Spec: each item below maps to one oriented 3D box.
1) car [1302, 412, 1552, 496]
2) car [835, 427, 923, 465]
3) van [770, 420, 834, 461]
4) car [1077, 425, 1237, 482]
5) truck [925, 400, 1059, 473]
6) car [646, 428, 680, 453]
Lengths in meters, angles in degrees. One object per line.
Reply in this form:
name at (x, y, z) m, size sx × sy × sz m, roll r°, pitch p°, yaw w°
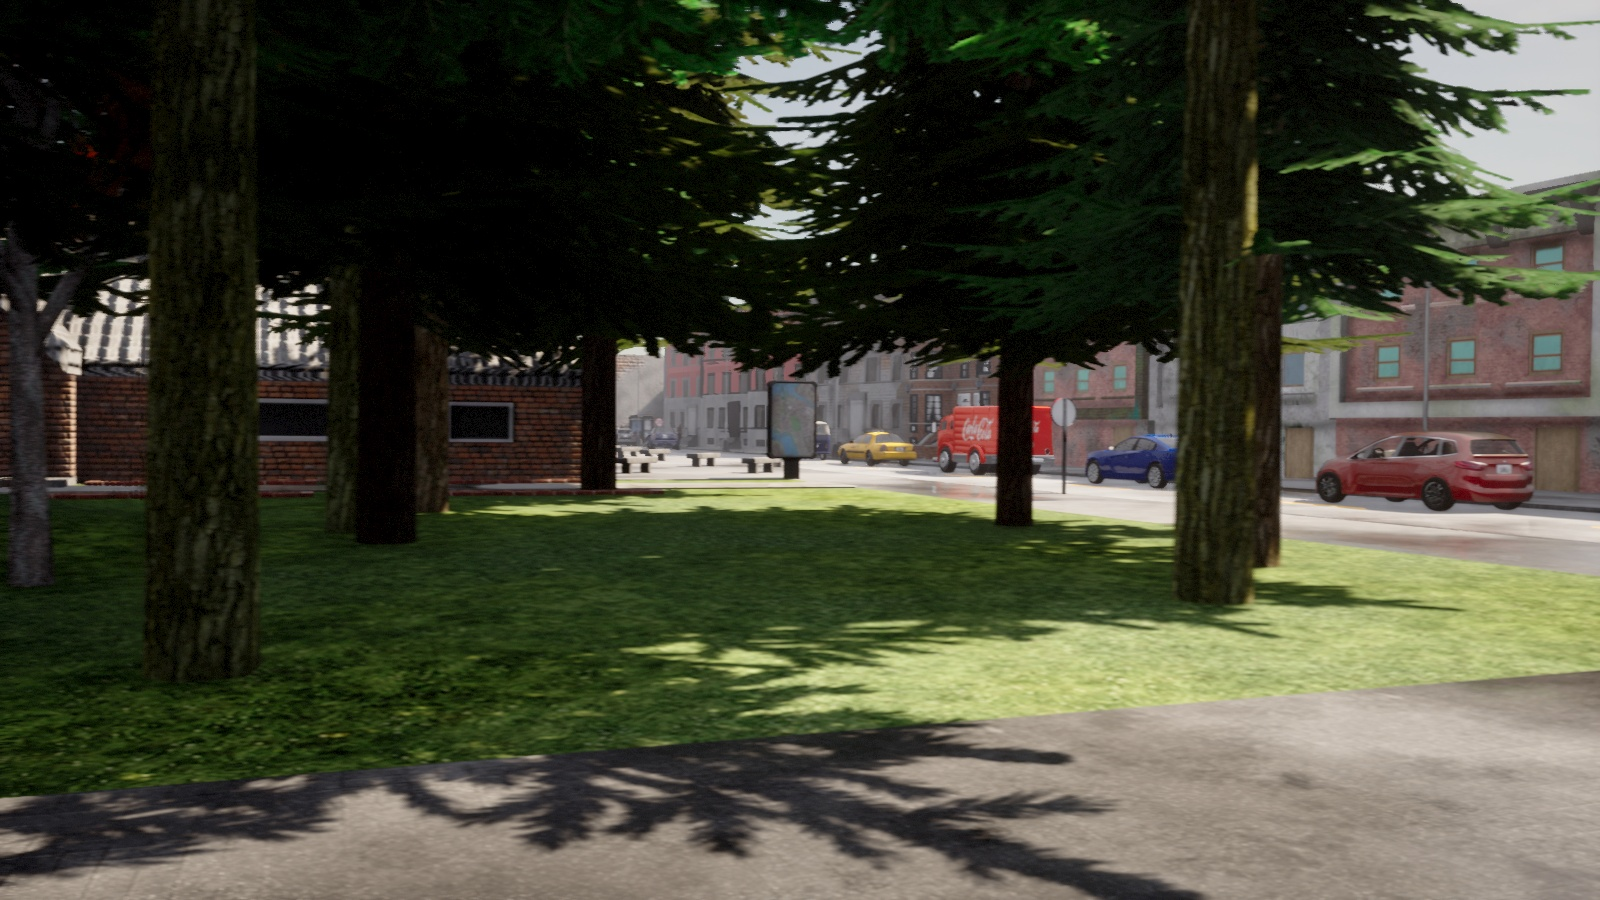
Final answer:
car at (13.639, 0.045, 27.662) m, size 2.242 × 1.667 × 4.611 m, roll -1°, pitch 1°, yaw -21°
car at (3.402, -0.196, 55.074) m, size 1.801 × 1.575 × 5.366 m, roll -1°, pitch 1°, yaw -20°
van at (0.044, -0.492, 64.007) m, size 1.775 × 1.987 × 4.442 m, roll -1°, pitch 1°, yaw -21°
car at (10.291, 0.068, 36.630) m, size 1.882 × 1.535 × 5.008 m, roll -1°, pitch 1°, yaw -20°
truck at (6.887, -0.508, 45.727) m, size 2.627 × 2.467 × 5.204 m, roll -1°, pitch 1°, yaw -21°
car at (-9.841, -0.701, 89.950) m, size 2.097 × 1.767 × 4.553 m, roll -1°, pitch 1°, yaw -11°
